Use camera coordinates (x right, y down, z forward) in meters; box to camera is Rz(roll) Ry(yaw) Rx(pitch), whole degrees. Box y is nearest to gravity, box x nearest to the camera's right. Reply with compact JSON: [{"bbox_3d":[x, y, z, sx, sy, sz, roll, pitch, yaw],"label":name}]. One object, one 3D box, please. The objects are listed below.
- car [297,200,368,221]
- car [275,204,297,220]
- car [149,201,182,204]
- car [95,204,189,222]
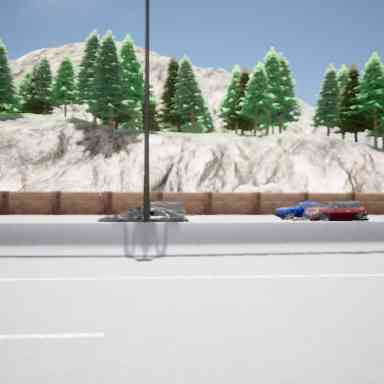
[{"bbox_3d":[10.973,1.496,25.678,4.553,1.767,2.097,0,0,-6],"label":"car"},{"bbox_3d":[9.821,1.629,29.068,5.008,1.535,1.882,0,0,-6],"label":"car"},{"bbox_3d":[-2.472,1.421,21.111,4.553,1.767,2.097,0,0,-4],"label":"car"},{"bbox_3d":[-2.686,1.560,17.586,4.892,1.490,1.837,0,0,-4],"label":"car"}]
